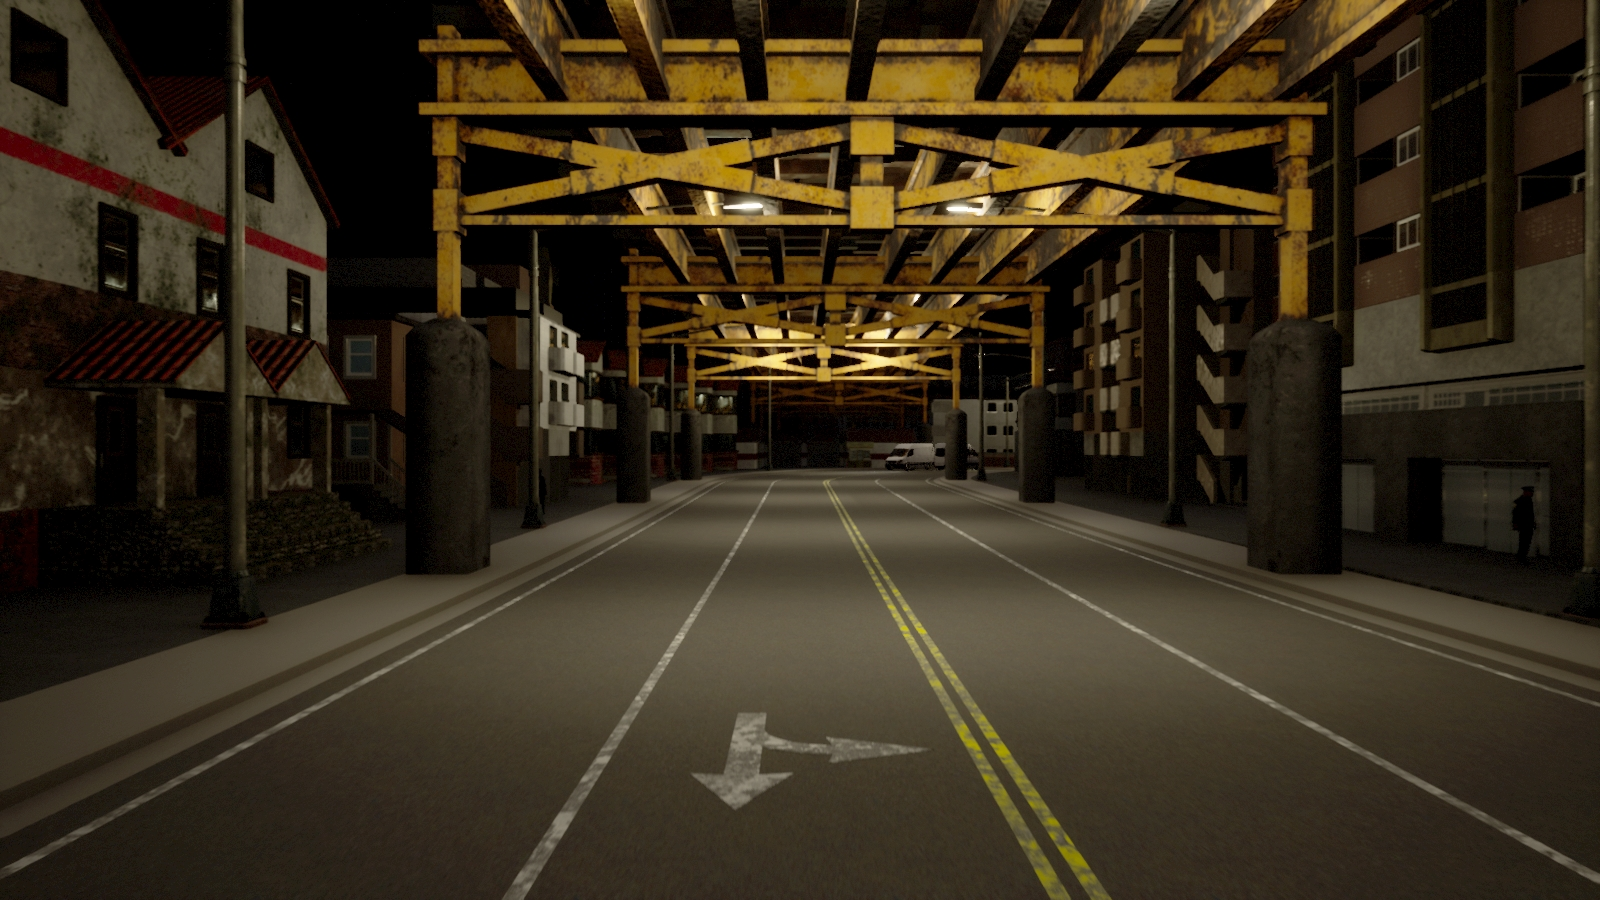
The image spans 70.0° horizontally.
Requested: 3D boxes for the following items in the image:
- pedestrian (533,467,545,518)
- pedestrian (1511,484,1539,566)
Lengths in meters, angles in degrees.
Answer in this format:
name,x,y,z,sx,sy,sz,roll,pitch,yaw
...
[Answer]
name,x,y,z,sx,sy,sz,roll,pitch,yaw
pedestrian,-9.562,1.546,41.864,0.375,1.860,0.375,0,0,3
pedestrian,16.578,1.703,26.125,0.375,1.860,0.375,0,0,-10
